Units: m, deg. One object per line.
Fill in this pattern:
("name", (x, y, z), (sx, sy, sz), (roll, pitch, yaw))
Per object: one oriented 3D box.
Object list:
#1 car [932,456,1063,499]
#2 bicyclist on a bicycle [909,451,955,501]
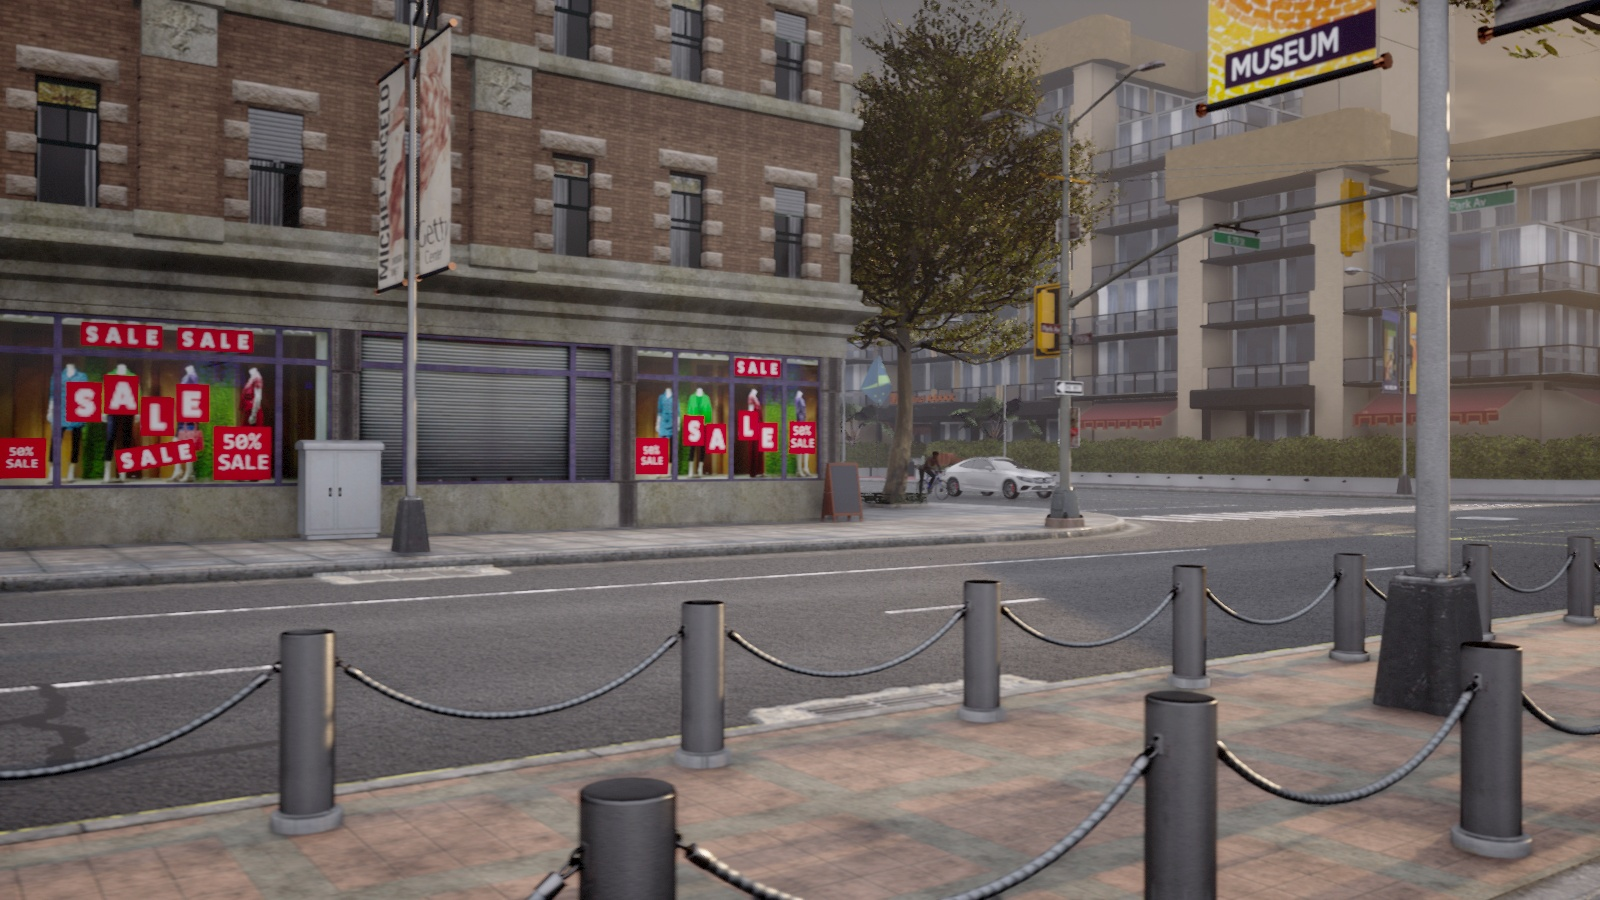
("car", (6.912, 0.918, 44.348), (1.812, 1.442, 4.674), (0, 0, -35))
("bicyclist on a bicycle", (4.390, 0.838, 41.850), (0.582, 1.620, 1.656), (0, 0, -35))
